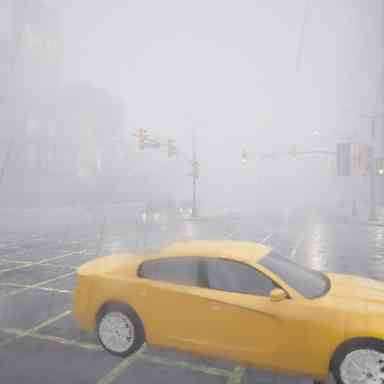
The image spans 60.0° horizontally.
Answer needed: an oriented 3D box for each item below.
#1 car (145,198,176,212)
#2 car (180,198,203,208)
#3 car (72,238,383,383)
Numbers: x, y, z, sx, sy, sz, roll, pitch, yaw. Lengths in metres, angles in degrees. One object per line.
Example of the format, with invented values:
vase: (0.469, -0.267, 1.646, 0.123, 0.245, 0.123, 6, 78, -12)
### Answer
car: (-3.638, 1.478, 38.966, 1.882, 1.535, 5.008, 0, 0, 23)
car: (-0.030, 1.601, 48.523, 1.895, 1.301, 4.718, 0, 0, 21)
car: (0.657, 1.486, 4.862, 5.008, 1.535, 1.882, 0, 0, 21)
